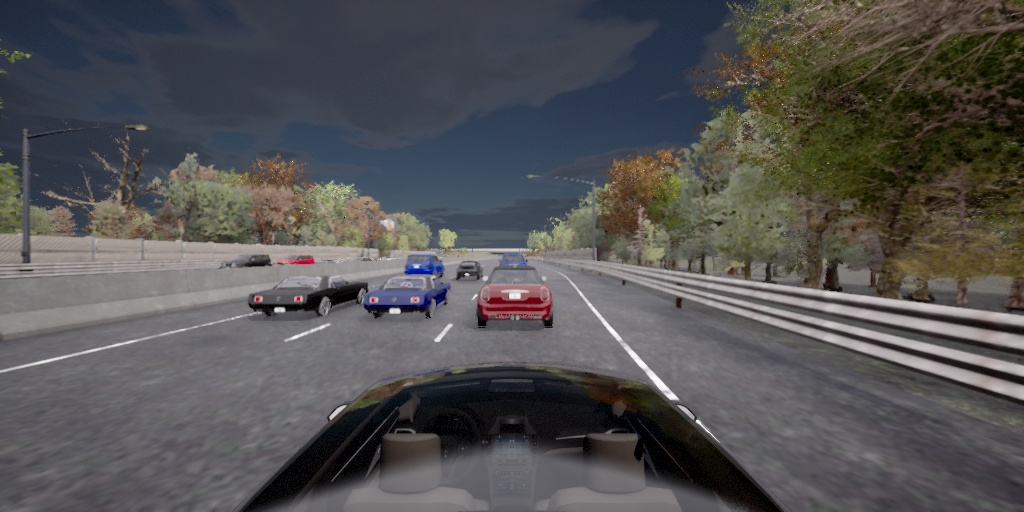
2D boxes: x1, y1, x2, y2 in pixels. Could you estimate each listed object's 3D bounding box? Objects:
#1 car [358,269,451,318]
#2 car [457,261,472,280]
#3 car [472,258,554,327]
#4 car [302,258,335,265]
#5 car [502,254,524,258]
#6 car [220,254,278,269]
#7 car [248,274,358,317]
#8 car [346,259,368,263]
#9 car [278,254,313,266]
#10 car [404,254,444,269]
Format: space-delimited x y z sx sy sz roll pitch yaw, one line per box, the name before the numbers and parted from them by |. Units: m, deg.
car | -3.406 1.309 12.690 1.895 1.301 4.718 0 0 0
car | -3.404 1.155 29.659 1.837 1.490 4.892 0 0 0
car | 0.087 1.064 11.512 2.097 1.767 4.553 0 0 0
car | -21.084 1.180 40.243 1.994 1.385 4.181 0 0 0
car | 0.097 0.874 28.707 2.150 2.045 5.566 0 0 0
car | -28.002 0.842 38.047 2.150 2.045 5.566 0 0 -1
car | -6.906 1.308 12.902 1.895 1.301 4.718 0 0 0
car | -17.585 1.121 40.426 1.837 1.490 4.892 0 0 0
car | -24.582 0.839 40.630 2.150 2.045 5.566 0 0 0
car | -6.904 0.874 28.657 2.150 2.045 5.566 0 0 0
